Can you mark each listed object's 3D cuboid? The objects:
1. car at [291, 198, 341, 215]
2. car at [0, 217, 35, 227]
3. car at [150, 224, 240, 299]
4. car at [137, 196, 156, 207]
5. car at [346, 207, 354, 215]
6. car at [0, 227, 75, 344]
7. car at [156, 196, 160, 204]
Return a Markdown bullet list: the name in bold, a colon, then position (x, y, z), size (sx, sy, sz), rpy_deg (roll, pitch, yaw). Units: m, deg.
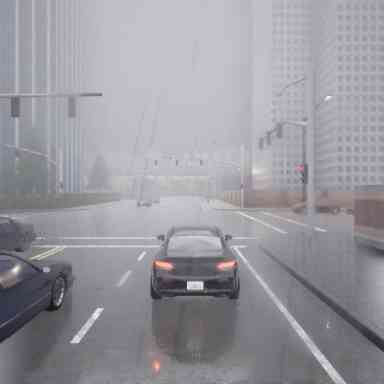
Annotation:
- **car**: position (12.383, 1.352, 33.512), size (4.553, 1.767, 2.097), rpy_deg (0, 0, 0)
- **car**: position (-7.110, 1.547, 11.015), size (2.033, 1.411, 5.357), rpy_deg (0, 0, 0)
- **car**: position (0.070, 1.526, 8.309), size (1.812, 1.442, 4.674), rpy_deg (0, 0, 0)
- **car**: position (-7.140, 1.491, 50.263), size (2.128, 1.511, 4.902), rpy_deg (0, 0, 0)
- **car**: position (16.856, 1.547, 29.994), size (5.357, 1.411, 2.033), rpy_deg (0, 0, 0)
- **car**: position (-3.445, 1.547, 4.713), size (2.033, 1.411, 5.357), rpy_deg (0, 0, 1)
- **car**: position (-7.112, 1.491, 62.342), size (2.128, 1.511, 4.902), rpy_deg (0, 0, 0)
